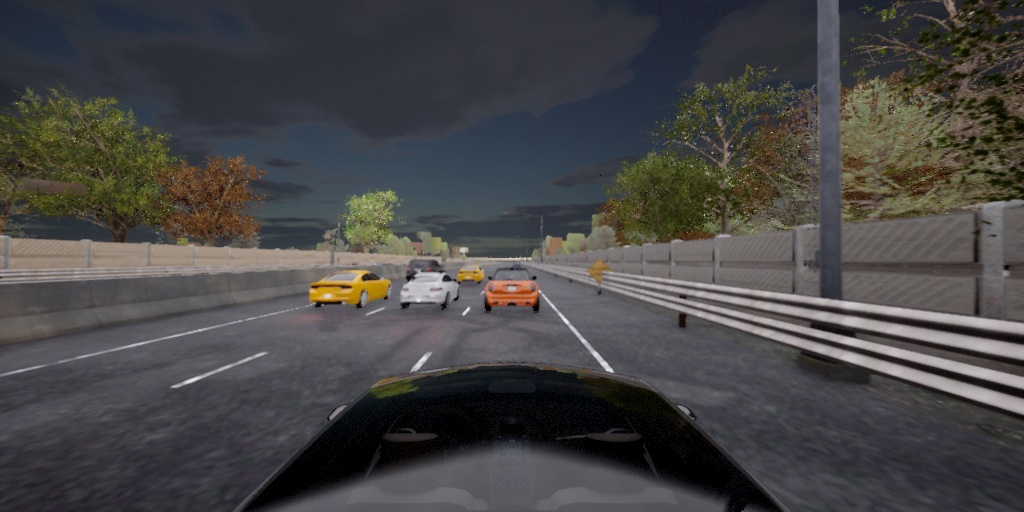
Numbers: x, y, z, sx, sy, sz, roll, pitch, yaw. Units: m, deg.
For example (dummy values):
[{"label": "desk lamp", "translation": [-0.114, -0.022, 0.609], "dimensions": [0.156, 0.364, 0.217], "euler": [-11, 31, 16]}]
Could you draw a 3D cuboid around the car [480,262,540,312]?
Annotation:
[{"label": "car", "translation": [0.011, 1.246, 15.273], "dimensions": [2.097, 1.767, 4.553], "euler": [0, -1, 0]}]

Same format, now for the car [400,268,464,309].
[{"label": "car", "translation": [-3.487, 1.426, 15.749], "dimensions": [1.812, 1.442, 4.674], "euler": [0, 0, 0]}]

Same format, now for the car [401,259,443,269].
[{"label": "car", "translation": [-7.007, 1.281, 29.422], "dimensions": [2.150, 2.045, 5.566], "euler": [0, 0, 0]}]

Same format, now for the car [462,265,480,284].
[{"label": "car", "translation": [-3.491, 1.552, 31.084], "dimensions": [1.882, 1.535, 5.008], "euler": [0, 0, 0]}]

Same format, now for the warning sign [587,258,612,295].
[{"label": "warning sign", "translation": [4.541, 1.047, 18.630], "dimensions": [1.300, 1.860, 1.060], "euler": [0, 0, 0]}]

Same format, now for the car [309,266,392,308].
[{"label": "car", "translation": [-6.982, 1.382, 16.090], "dimensions": [1.882, 1.535, 5.008], "euler": [0, 0, 0]}]
